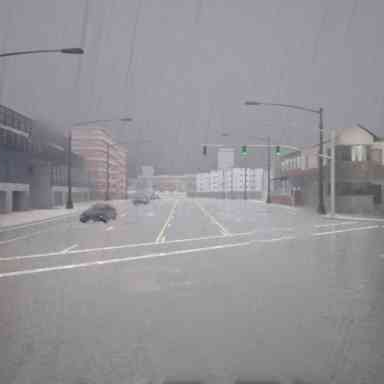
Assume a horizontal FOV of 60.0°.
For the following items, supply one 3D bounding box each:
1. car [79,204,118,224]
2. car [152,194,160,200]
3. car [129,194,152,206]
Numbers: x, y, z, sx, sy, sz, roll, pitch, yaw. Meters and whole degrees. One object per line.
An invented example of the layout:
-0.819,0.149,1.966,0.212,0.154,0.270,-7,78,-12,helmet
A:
-7.037,1.616,25.649,2.033,1.411,5.357,0,0,-2,car
-8.370,1.132,75.037,2.128,1.511,4.902,0,-1,-2,car
-7.690,1.052,49.977,2.097,1.767,4.553,0,1,-2,car
